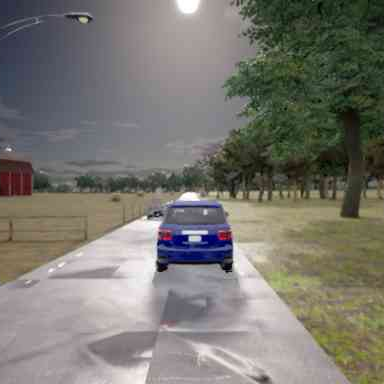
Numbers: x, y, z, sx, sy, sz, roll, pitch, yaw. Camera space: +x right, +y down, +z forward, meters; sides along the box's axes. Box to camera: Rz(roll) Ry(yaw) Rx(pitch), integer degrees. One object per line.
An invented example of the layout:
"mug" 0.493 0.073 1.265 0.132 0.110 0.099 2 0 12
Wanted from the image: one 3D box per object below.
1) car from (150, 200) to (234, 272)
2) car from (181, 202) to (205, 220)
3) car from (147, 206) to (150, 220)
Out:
"car" 0.087 1.275 11.123 2.150 2.045 5.566 0 0 0
"car" 0.116 1.681 30.884 2.033 1.411 5.357 0 0 0
"car" -2.827 1.693 29.558 1.994 1.385 4.181 0 0 0
